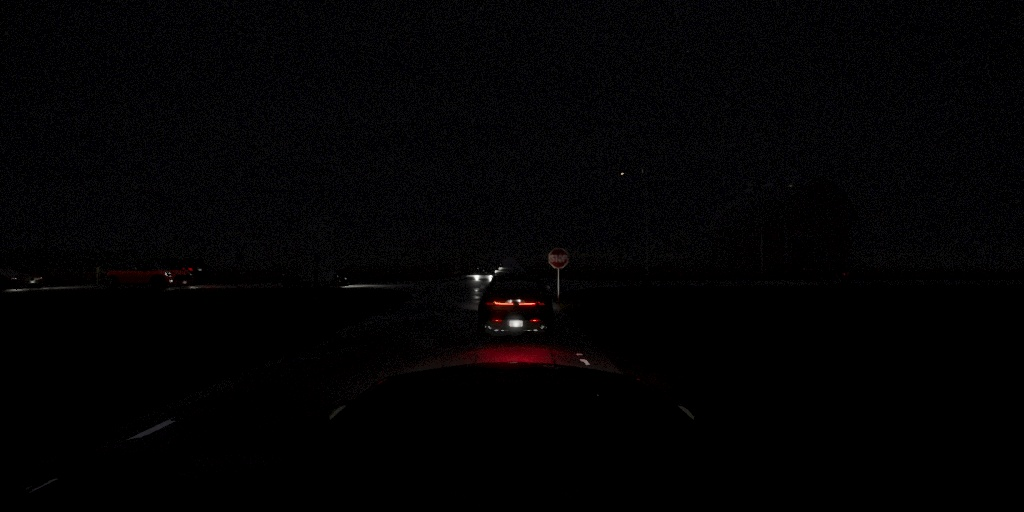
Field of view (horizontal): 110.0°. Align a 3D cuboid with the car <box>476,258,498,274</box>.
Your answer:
[{"bbox_3d":[-2.939,1.281,40.200,1.837,1.490,4.892,0,0,1],"label":"car"}]

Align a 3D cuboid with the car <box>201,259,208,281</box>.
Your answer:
[{"bbox_3d":[-26.535,1.182,27.415,5.566,2.045,2.150,-1,-1,0],"label":"car"}]

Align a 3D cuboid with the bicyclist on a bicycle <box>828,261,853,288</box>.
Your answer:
[{"bbox_3d":[19.925,1.101,21.760,0.582,1.620,1.656,0,0,0],"label":"bicyclist on a bicycle"}]

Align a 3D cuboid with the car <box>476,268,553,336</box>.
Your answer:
[{"bbox_3d":[0.090,1.258,10.388,1.837,1.490,4.892,0,0,0],"label":"car"}]

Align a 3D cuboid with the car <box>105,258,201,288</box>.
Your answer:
[{"bbox_3d":[-24.620,1.243,24.504,4.553,1.767,2.097,0,-1,0],"label":"car"}]

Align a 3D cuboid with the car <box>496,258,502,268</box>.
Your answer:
[{"bbox_3d":[-2.896,1.337,51.684,2.033,1.411,5.357,0,0,0],"label":"car"}]

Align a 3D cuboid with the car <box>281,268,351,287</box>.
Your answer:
[{"bbox_3d":[-13.288,1.368,24.425,4.181,1.385,1.994,0,-1,2],"label":"car"}]

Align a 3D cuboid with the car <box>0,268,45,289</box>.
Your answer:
[{"bbox_3d":[-35.028,1.511,24.437,4.674,1.442,1.812,0,-1,0],"label":"car"}]
